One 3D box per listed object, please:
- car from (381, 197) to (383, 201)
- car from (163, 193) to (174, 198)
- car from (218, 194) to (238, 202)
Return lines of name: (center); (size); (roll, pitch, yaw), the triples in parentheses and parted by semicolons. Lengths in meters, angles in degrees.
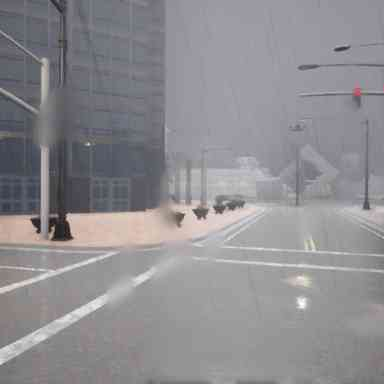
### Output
car: (46.831, 1.513, 77.735); (1.895, 1.301, 4.718); (0, 0, -34)
car: (-7.028, 1.067, 94.467); (5.008, 1.535, 1.882); (0, 0, 13)
car: (6.942, 1.277, 69.590); (2.128, 1.511, 4.902); (0, 0, -22)
